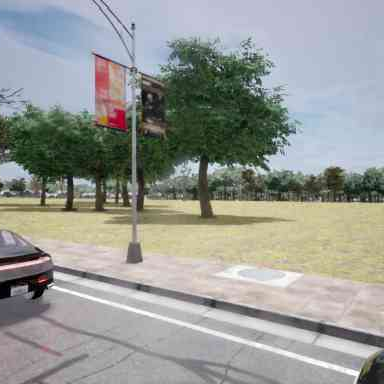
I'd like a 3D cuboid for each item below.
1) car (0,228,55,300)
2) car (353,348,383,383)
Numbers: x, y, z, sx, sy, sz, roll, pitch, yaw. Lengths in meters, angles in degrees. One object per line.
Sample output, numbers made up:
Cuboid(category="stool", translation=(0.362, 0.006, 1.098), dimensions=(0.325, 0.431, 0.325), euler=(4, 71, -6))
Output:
Cuboid(category="car", translation=(-4.974, 1.515, 7.209), dimensions=(4.902, 1.511, 2.128), euler=(0, 0, 36))
Cuboid(category="car", translation=(3.298, 1.493, 1.322), dimensions=(4.902, 1.511, 2.128), euler=(0, 0, 36))
